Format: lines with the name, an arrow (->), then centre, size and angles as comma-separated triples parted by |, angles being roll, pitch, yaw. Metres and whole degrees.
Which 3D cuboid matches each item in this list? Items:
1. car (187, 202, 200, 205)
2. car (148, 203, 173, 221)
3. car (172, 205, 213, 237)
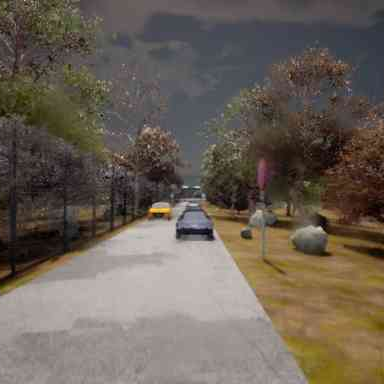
car -> 0.208, 1.819, 36.067 | 1.812, 1.442, 4.674 | 0, -1, 0
car -> -2.767, 1.701, 30.031 | 1.882, 1.535, 5.008 | 0, -1, 0
car -> 0.135, 1.659, 18.500 | 1.994, 1.385, 4.181 | 0, -1, 0
